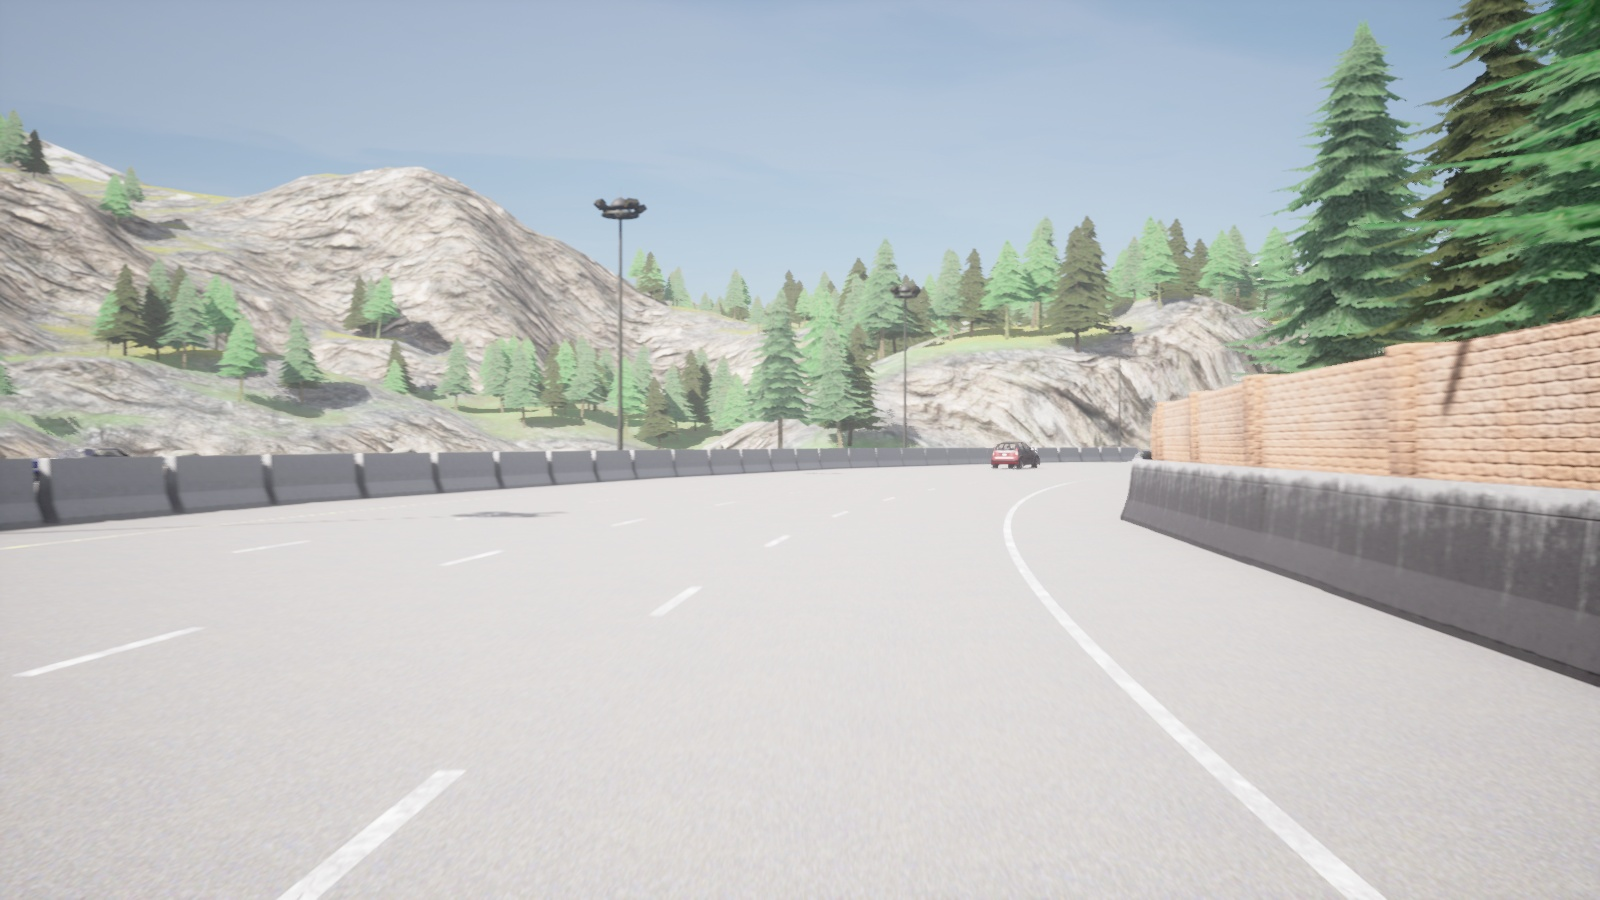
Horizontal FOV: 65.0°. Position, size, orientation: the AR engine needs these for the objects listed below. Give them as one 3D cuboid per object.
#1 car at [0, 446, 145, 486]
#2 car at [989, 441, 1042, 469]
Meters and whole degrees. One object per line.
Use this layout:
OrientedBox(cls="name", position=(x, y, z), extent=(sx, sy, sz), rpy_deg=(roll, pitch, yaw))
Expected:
OrientedBox(cls="car", position=(-25.603, 0.515, 44.161), extent=(1.895, 1.301, 4.718), rpy_deg=(0, 0, 15))
OrientedBox(cls="car", position=(12.661, 0.275, 73.631), extent=(1.851, 1.617, 3.988), rpy_deg=(0, 0, 30))
